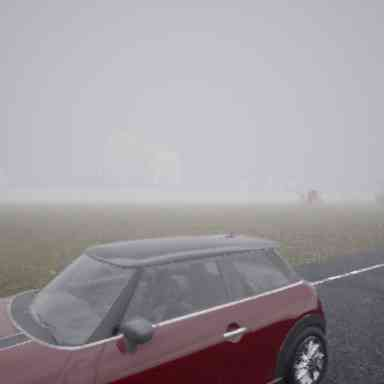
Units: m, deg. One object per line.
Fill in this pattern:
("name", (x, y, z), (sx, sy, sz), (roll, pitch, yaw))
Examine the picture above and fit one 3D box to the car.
("car", (-0.620, 1.350, 3.549), (4.553, 1.767, 2.097), (0, 0, -35))
